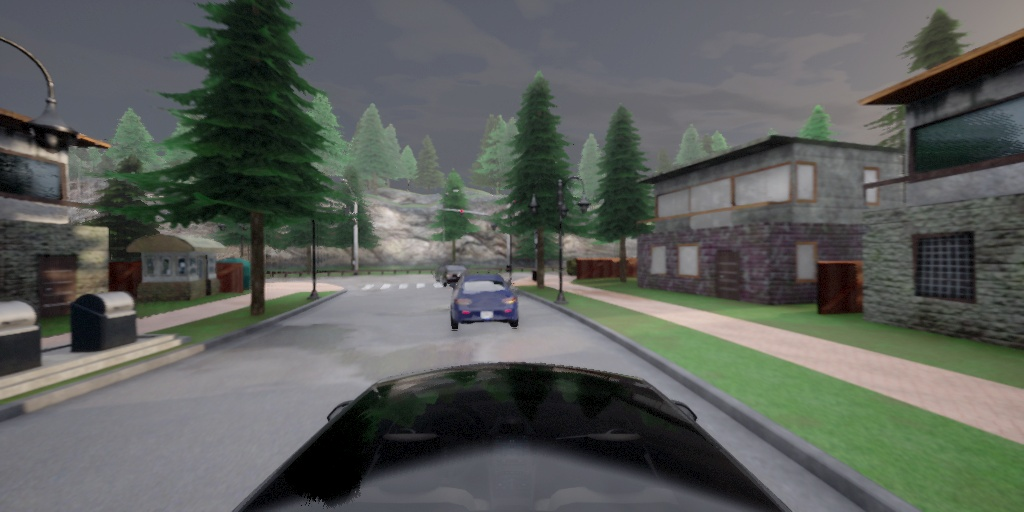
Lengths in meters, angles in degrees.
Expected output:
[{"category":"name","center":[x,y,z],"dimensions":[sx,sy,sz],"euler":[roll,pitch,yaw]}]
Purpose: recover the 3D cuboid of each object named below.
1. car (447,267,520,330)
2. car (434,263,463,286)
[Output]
[{"category":"car","center":[-0.922,1.246,10.964],"dimensions":[1.812,1.442,4.674],"euler":[0,0,-8]},{"category":"car","center":[-4.143,1.213,24.807],"dimensions":[2.033,1.411,5.357],"euler":[0,1,-20]}]
